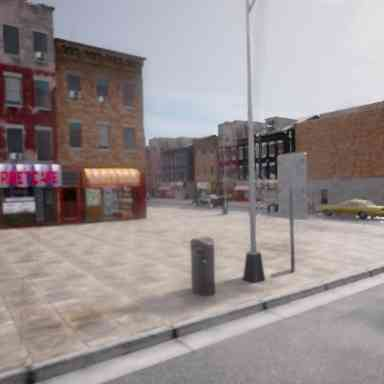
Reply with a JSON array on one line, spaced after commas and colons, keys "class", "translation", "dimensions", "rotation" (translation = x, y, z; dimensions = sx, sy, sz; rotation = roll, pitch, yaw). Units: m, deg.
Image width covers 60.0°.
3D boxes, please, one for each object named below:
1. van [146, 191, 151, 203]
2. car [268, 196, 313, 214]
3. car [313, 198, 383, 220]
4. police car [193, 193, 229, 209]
[{"class": "van", "translation": [-7.827, 0.753, 51.061], "dimensions": [1.690, 1.788, 3.998], "rotation": [-2, 2, -36]}, {"class": "car", "translation": [8.521, 1.036, 28.692], "dimensions": [1.967, 1.590, 4.097], "rotation": [-2, 1, -36]}, {"class": "car", "translation": [11.691, 1.153, 24.357], "dimensions": [1.752, 1.417, 4.829], "rotation": [-2, 1, -36]}, {"class": "police car", "translation": [1.965, 0.951, 37.843], "dimensions": [1.930, 1.638, 5.238], "rotation": [-2, 2, -36]}]
